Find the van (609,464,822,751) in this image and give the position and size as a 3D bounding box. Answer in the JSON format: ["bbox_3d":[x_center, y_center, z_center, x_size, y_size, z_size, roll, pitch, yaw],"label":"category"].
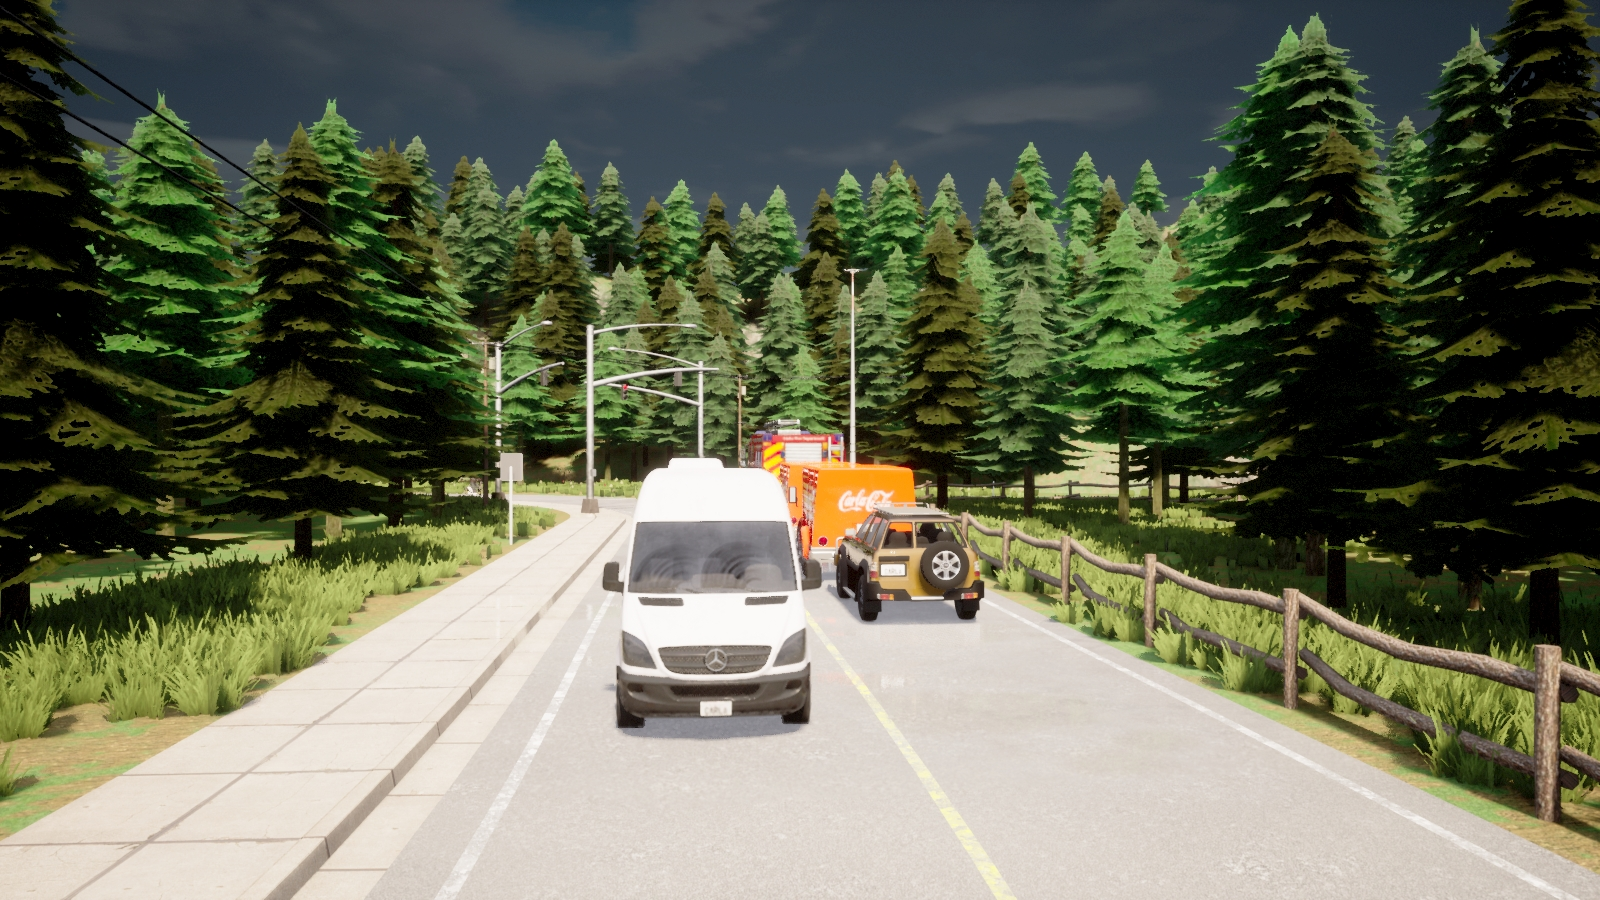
[{"bbox_3d":[-1.060,1.502,13.624,1.988,2.561,5.915,0,0,-5],"label":"van"}]

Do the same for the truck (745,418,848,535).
[{"bbox_3d":[-0.324,0.864,41.726,2.891,3.827,8.468,0,0,-6],"label":"truck"}]

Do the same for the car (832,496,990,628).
[{"bbox_3d":[1.809,1.837,20.130,1.932,1.855,4.605,0,0,-5],"label":"car"}]

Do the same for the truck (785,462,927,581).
[{"bbox_3d":[1.161,1.541,26.860,2.627,2.467,5.204,0,0,-5],"label":"truck"}]
